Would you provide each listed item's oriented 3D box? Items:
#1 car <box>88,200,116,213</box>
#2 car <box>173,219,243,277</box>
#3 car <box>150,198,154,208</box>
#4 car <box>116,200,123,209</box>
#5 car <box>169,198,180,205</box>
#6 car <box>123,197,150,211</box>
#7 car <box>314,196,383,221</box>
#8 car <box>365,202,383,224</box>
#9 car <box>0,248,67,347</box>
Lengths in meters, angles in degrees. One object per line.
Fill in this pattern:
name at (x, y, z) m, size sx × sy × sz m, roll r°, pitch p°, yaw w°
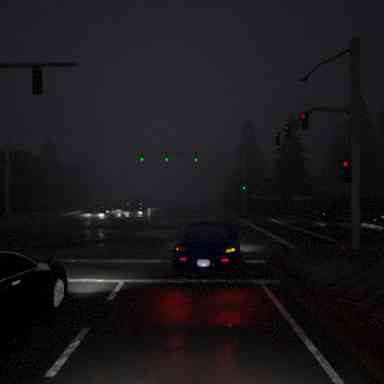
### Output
car at (-10.619, 1.687, 38.783) m, size 1.812 × 1.442 × 4.674 m, roll 0°, pitch 0°, yaw 0°
car at (0.591, 1.569, 10.393) m, size 1.812 × 1.442 × 4.674 m, roll 0°, pitch 0°, yaw 8°
car at (-7.102, 1.721, 51.982) m, size 1.837 × 1.490 × 4.892 m, roll 0°, pitch 0°, yaw 0°
car at (-10.617, 1.800, 47.881) m, size 1.895 × 1.301 × 4.718 m, roll 0°, pitch 0°, yaw 0°
car at (-3.440, 1.840, 66.440) m, size 1.994 × 1.385 × 4.181 m, roll 0°, pitch 0°, yaw 0°
car at (-7.120, 1.530, 42.842) m, size 2.097 × 1.767 × 4.553 m, roll 0°, pitch 0°, yaw 0°
car at (13.081, 1.337, 27.584) m, size 5.566 × 2.045 × 2.150 m, roll 0°, pitch 0°, yaw 0°
car at (15.901, 1.648, 24.082) m, size 5.357 × 1.411 × 2.033 m, roll 0°, pitch 0°, yaw 0°
car at (-3.420, 1.526, 4.787) m, size 1.837 × 1.490 × 4.892 m, roll 0°, pitch 0°, yaw 0°
